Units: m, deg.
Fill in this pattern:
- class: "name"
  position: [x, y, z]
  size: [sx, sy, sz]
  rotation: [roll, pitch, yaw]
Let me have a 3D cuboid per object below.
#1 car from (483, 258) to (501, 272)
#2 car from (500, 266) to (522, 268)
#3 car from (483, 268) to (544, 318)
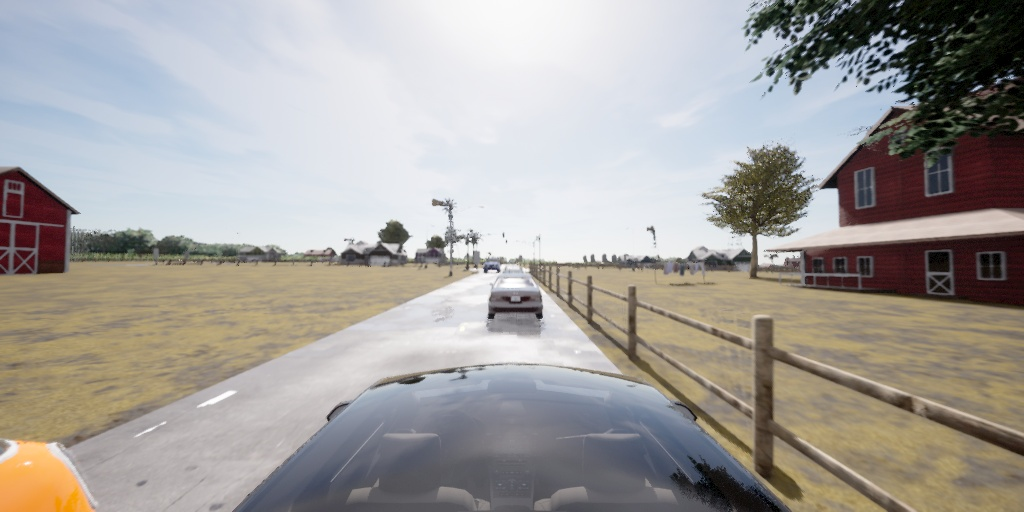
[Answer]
- class: "car"
  position: [-2.742, 1.310, 49.917]
  size: [2.150, 2.045, 5.566]
  rotation: [0, -1, 0]
- class: "car"
  position: [0.107, 1.516, 32.579]
  size: [1.895, 1.301, 4.718]
  rotation: [0, -1, 0]
- class: "car"
  position: [0.106, 1.336, 13.178]
  size: [2.033, 1.411, 5.357]
  rotation: [0, 0, 0]
